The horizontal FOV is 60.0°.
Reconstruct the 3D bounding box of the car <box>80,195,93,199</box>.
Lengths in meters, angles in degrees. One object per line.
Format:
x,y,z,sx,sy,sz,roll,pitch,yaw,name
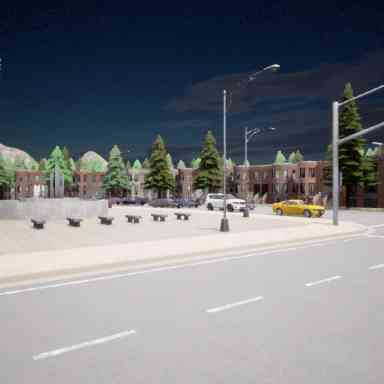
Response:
-21.329,1.354,63.916,4.553,1.767,2.097,0,0,8,car

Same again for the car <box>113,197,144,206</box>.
-9.769,1.601,53.511,4.718,1.301,1.895,0,0,24,car

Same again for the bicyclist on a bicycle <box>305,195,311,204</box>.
16.230,1.303,46.629,1.656,1.620,0.582,0,0,-37,bicyclist on a bicycle

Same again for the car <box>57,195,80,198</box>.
-23.756,1.505,60.729,4.892,1.490,1.837,0,0,5,car

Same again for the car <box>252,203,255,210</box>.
5.733,1.526,41.755,1.812,1.442,4.674,0,0,-41,car

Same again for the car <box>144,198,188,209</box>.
-3.618,1.547,45.888,5.357,1.411,2.033,0,0,36,car

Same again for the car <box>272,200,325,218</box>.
9.796,1.478,30.793,1.882,1.535,5.008,0,0,-37,car

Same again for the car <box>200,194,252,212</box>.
3.873,1.221,38.662,2.150,2.045,5.566,0,0,-39,car

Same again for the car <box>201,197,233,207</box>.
3.994,1.505,53.398,4.892,1.490,1.837,0,0,39,car

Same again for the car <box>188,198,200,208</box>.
-1.200,1.547,48.426,5.357,1.411,2.033,0,0,37,car

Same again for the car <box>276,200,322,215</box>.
11.115,1.564,34.865,1.994,1.385,4.181,0,0,-37,car

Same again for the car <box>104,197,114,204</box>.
-14.020,1.564,58.857,4.181,1.385,1.994,0,0,18,car
